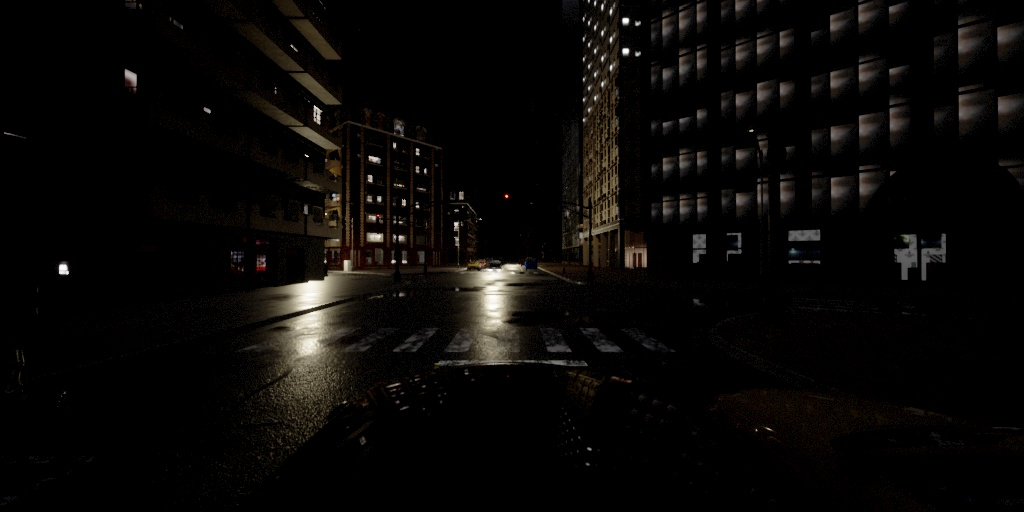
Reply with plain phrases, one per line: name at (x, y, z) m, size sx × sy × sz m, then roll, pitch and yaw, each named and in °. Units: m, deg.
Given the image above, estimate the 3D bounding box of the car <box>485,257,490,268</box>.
car at (-5.240, 1.259, 61.200) m, size 1.967 × 1.591 × 4.097 m, roll 0°, pitch 0°, yaw 0°

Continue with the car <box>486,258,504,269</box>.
car at (-2.761, 1.415, 59.047) m, size 1.895 × 1.301 × 4.718 m, roll 0°, pitch 0°, yaw 0°

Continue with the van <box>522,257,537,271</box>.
van at (2.626, 1.136, 50.084) m, size 1.690 × 1.789 × 3.998 m, roll 0°, pitch 0°, yaw 0°

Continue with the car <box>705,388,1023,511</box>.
car at (2.563, 1.275, 1.261) m, size 1.751 × 1.417 × 4.829 m, roll 0°, pitch 0°, yaw 0°

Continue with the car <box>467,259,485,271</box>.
car at (-5.255, 1.320, 49.925) m, size 1.751 × 1.417 × 4.829 m, roll 0°, pitch 0°, yaw 0°

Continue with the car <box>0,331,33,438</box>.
car at (-5.318, 1.064, 1.095) m, size 2.192 × 1.841 × 5.009 m, roll 0°, pitch 0°, yaw 0°
